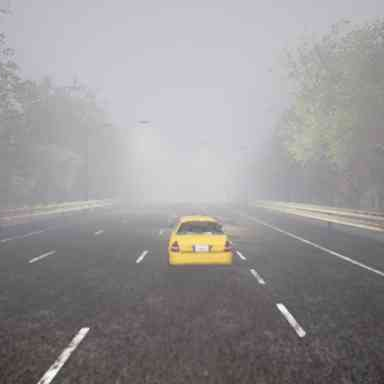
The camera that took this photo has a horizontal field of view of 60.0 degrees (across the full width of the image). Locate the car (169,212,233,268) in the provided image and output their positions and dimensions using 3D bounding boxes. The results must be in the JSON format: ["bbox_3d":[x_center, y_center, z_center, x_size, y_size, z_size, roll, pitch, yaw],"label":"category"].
[{"bbox_3d":[0.181,1.465,11.311,1.801,1.575,5.366,0,0,-2],"label":"car"}]
